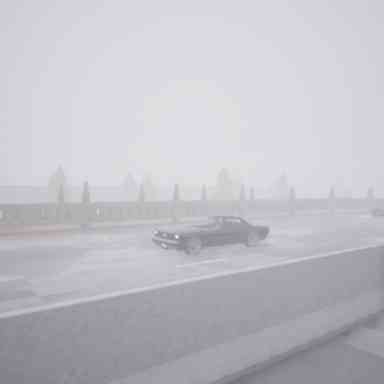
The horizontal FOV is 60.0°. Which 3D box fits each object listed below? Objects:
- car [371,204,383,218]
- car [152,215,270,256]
[{"bbox_3d":[17.414,1.479,28.389,5.008,1.535,1.882,0,0,-29],"label":"car"},{"bbox_3d":[0.814,1.602,13.165,4.718,1.301,1.895,0,0,-35],"label":"car"}]
